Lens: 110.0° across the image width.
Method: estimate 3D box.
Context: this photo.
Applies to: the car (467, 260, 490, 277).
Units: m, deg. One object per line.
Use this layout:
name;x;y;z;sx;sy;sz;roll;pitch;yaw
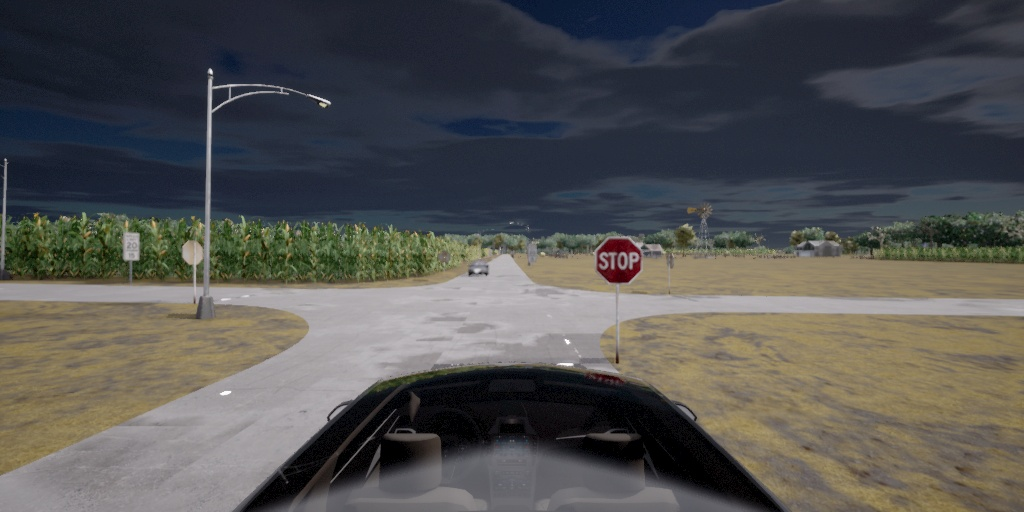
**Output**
car;-3.163;1.180;34.697;2.128;1.511;4.902;0;0;-1
